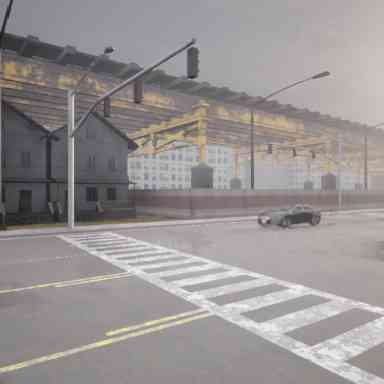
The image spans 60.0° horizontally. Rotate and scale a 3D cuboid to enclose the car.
[{"bbox_3d":[6.316,1.491,21.377,4.902,1.511,2.128,0,0,-35],"label":"car"}]
